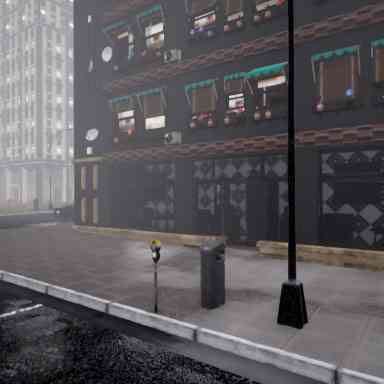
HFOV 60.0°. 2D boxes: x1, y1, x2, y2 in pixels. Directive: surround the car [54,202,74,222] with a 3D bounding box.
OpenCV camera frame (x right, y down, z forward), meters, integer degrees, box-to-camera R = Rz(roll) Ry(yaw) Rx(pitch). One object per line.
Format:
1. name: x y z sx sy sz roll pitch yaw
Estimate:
1. car: -7.303 1.279 22.814 1.947 1.339 4.313 1 1 35
